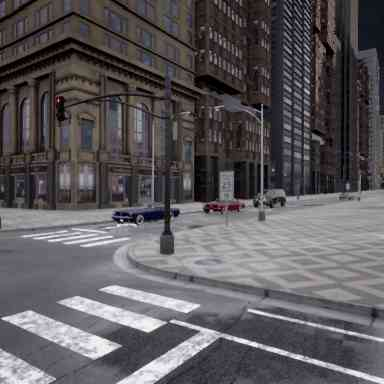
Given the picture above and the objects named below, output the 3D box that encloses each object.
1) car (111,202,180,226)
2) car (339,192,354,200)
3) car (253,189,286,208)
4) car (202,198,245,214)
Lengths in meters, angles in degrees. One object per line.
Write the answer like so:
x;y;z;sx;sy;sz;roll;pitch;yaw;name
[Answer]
-2.908;1.350;21.583;1.895;1.301;4.718;0;1;36;car
27.091;0.683;58.143;2.033;1.411;5.357;0;1;33;car
9.035;0.696;38.323;2.150;2.045;5.566;0;1;36;car
2.895;1.217;29.716;1.895;1.301;4.718;0;1;35;car
